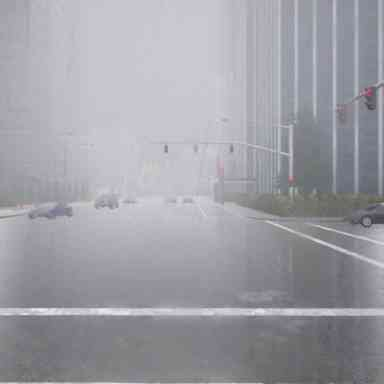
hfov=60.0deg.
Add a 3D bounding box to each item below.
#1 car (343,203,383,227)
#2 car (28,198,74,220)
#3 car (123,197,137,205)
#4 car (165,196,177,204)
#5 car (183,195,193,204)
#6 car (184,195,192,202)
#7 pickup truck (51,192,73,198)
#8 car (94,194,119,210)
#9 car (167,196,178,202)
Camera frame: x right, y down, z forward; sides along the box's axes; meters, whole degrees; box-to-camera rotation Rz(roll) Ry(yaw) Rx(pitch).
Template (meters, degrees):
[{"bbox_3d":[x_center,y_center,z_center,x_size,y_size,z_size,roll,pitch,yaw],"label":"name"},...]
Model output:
[{"bbox_3d":[12.618,1.505,22.088,4.892,1.490,1.837,0,0,0],"label":"car"},{"bbox_3d":[-11.682,1.525,27.964,1.812,1.442,4.674,0,0,9],"label":"car"},{"bbox_3d":[-11.312,1.564,60.591,1.994,1.385,4.181,0,0,0],"label":"car"},{"bbox_3d":[-4.187,1.601,65.000,1.895,1.301,4.718,0,0,0],"label":"car"},{"bbox_3d":[-0.790,1.526,65.341,1.812,1.442,4.674,0,0,-1],"label":"car"},{"bbox_3d":[-0.882,1.387,75.592,1.882,1.535,5.008,0,0,-1],"label":"car"},{"bbox_3d":[-24.365,1.059,60.024,2.390,2.098,6.274,0,0,30],"label":"pickup truck"},{"bbox_3d":[-11.198,1.222,44.043,2.150,2.045,5.566,0,0,0],"label":"car"},{"bbox_3d":[-4.378,1.540,75.261,2.033,1.411,5.357,0,0,-1],"label":"car"}]
